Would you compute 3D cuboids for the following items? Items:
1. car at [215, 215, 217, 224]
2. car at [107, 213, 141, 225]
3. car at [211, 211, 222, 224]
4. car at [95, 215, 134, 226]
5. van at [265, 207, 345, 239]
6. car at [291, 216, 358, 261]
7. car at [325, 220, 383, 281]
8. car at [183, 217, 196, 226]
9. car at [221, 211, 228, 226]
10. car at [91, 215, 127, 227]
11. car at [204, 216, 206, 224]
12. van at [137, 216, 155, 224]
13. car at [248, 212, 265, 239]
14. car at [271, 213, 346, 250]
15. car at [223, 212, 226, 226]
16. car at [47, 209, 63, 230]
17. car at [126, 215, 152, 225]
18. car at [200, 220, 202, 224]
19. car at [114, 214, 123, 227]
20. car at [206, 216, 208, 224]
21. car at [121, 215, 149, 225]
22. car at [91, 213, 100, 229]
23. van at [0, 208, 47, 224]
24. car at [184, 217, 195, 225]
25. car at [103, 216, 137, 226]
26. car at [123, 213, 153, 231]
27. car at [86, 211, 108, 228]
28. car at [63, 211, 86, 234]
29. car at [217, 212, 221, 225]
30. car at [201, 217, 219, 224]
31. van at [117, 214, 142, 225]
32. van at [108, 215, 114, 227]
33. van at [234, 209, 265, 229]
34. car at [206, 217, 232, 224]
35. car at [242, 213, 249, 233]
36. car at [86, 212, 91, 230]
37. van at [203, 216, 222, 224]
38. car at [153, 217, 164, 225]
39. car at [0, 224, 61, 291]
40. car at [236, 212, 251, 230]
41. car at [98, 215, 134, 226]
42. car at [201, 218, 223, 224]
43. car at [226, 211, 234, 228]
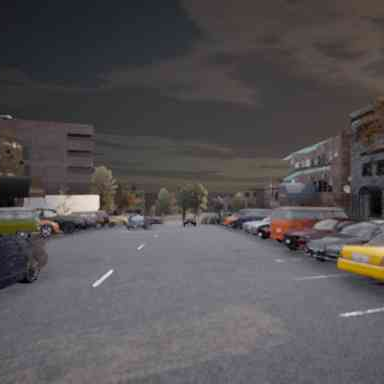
[{"bbox_3d":[6.115,3.788,44.165,4.892,1.521,2.231,2,-5,-21],"label":"car"},{"bbox_3d":[-11.939,4.781,58.747,5.566,2.045,2.435,1,-5,-21],"label":"car"},{"bbox_3d":[6.111,3.768,47.122,5.566,2.045,2.435,3,-5,-21],"label":"car"},{"bbox_3d":[-11.599,4.276,49.860,5.366,1.575,1.946,1,-5,-21],"label":"car"},{"bbox_3d":[6.477,1.805,17.877,4.442,1.987,1.878,2,-3,-20],"label":"van"},{"bbox_3d":[6.398,1.767,11.973,4.892,1.521,2.231,2,-3,-20],"label":"car"},{"bbox_3d":[6.574,1.668,9.120,5.366,1.575,1.946,1,-2,-20],"label":"car"},{"bbox_3d":[-0.343,4.197,47.664,1.895,1.301,4.718,0,-5,-1],"label":"car"},{"bbox_3d":[6.162,3.225,38.314,4.553,1.767,2.185,2,-5,-20],"label":"car"},{"bbox_3d":[-11.702,4.068,46.823,4.792,1.488,2.163,1,-5,-21],"label":"car"},{"bbox_3d":[5.738,5.770,67.548,5.008,1.535,2.097,3,-6,-21],"label":"car"},{"bbox_3d":[-12.321,7.549,88.619,4.442,1.987,1.878,1,-5,-20],"label":"van"},{"bbox_3d":[6.320,2.216,20.738,4.792,1.488,2.163,2,-4,-20],"label":"car"},{"bbox_3d":[6.387,1.886,14.897,5.008,1.535,2.097,2,-3,-20],"label":"car"},{"bbox_3d":[6.196,3.172,35.367,4.792,1.488,2.163,2,-4,-20],"label":"car"},{"bbox_3d":[-11.515,2.221,22.927,4.553,1.767,2.185,0,-4,-20],"label":"car"},{"bbox_3d":[-12.230,6.419,76.669,5.566,2.045,2.435,1,-5,-20],"label":"car"},{"bbox_3d":[5.439,7.114,82.160,5.008,1.535,2.097,3,-5,-21],"label":"car"},{"bbox_3d":[-11.481,3.578,40.915,5.366,1.575,1.946,1,-5,-21],"label":"car"},{"bbox_3d":[5.771,5.378,64.630,4.553,1.767,2.185,3,-6,-21],"label":"car"},{"bbox_3d":[-12.157,5.865,70.677,5.566,2.045,2.435,1,-5,-21],"label":"car"},{"bbox_3d":[-11.552,2.974,31.886,4.674,1.452,2.002,1,-4,-20],"label":"car"},{"bbox_3d":[-11.352,1.943,19.997,4.442,1.987,1.878,1,-3,-20],"label":"van"},{"bbox_3d":[-0.496,5.029,57.691,1.895,1.301,4.718,0,-5,-1],"label":"car"},{"bbox_3d":[-12.037,4.768,55.691,5.366,1.575,1.946,1,-5,-21],"label":"car"},{"bbox_3d":[-5.263,3.036,33.000,1.812,1.442,4.674,0,-4,0],"label":"car"},{"bbox_3d":[-11.557,3.017,34.891,4.553,1.767,2.185,1,-4,-20],"label":"car"},{"bbox_3d":[-11.487,2.287,25.950,5.566,2.045,2.435,1,-4,-20],"label":"car"},{"bbox_3d":[6.151,3.569,41.235,4.892,1.521,2.231,2,-5,-21],"label":"car"},{"bbox_3d":[5.108,8.066,93.877,4.553,1.767,2.185,3,-6,-21],"label":"car"},{"bbox_3d":[-12.128,5.339,64.676,4.442,1.987,1.878,1,-5,-21],"label":"van"},{"bbox_3d":[-11.514,3.132,37.923,4.442,1.987,1.878,1,-5,-21],"label":"van"},{"bbox_3d":[6.390,2.521,29.587,4.442,1.987,1.878,2,-4,-20],"label":"van"},{"bbox_3d":[5.678,6.040,70.472,4.892,1.521,2.231,3,-6,-21],"label":"car"},{"bbox_3d":[6.331,2.405,23.666,4.674,1.452,2.002,2,-4,-20],"label":"car"},{"bbox_3d":[-11.557,2.761,28.888,4.792,1.488,2.163,1,-4,-20],"label":"car"},{"bbox_3d":[5.401,7.433,88.071,4.442,1.987,1.878,3,-6,-21],"label":"van"},{"bbox_3d":[-5.402,4.546,51.755,2.033,1.411,5.357,0,-5,-1],"label":"car"},{"bbox_3d":[-5.114,1.690,7.503,2.033,1.411,5.357,0,-2,0],"label":"car"},{"bbox_3d":[6.308,2.591,26.599,4.674,1.452,2.002,2,-4,-20],"label":"car"},{"bbox_3d":[-11.988,4.517,52.710,5.366,1.575,1.946,1,-5,-21],"label":"car"},{"bbox_3d":[5.188,7.372,85.016,5.366,1.575,1.946,3,-5,-21],"label":"car"},{"bbox_3d":[6.259,2.939,32.459,5.008,1.535,2.097,2,-4,-20],"label":"car"}]
